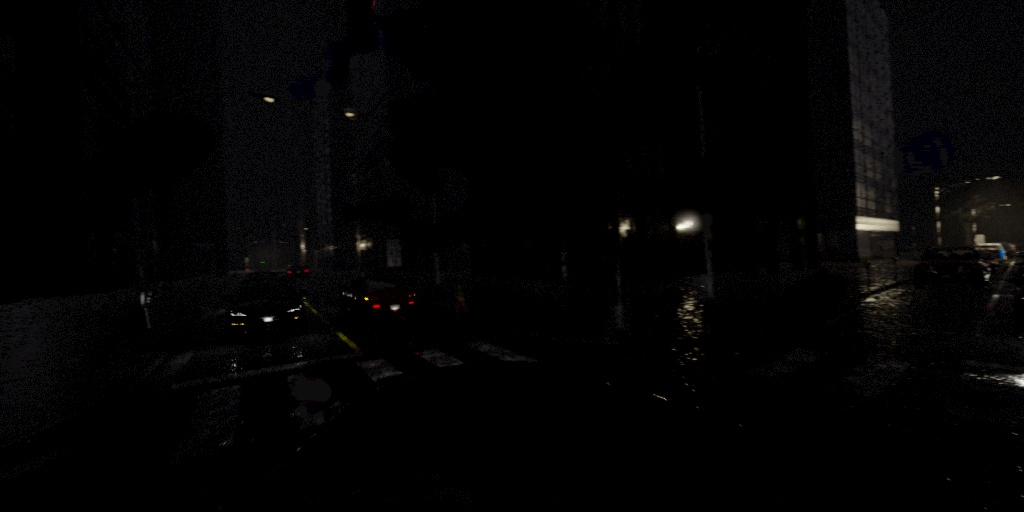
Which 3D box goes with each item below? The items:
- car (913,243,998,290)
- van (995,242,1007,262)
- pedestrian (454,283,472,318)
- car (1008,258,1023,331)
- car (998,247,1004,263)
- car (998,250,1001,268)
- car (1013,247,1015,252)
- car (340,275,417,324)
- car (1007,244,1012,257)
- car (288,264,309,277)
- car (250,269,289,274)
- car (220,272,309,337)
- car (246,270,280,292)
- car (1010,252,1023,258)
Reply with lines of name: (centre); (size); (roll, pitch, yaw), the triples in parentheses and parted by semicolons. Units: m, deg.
car: (20.308, 0.477, 16.492); (5.009, 1.841, 2.192); (0, 0, -35)
van: (42.583, -0.228, 32.062); (3.998, 1.789, 1.690); (0, 0, -35)
pedestrian: (-1.537, 1.361, 11.019); (0.500, 1.100, 0.500); (-1, -2, -35)
car: (13.121, 0.881, 8.252); (4.674, 1.442, 1.812); (-2, -1, -35)
car: (33.534, 0.248, 25.737); (4.829, 1.417, 1.751); (0, 0, -35)
car: (29.218, 0.451, 22.720); (4.207, 1.307, 1.802); (0, 0, -35)
car: (29.604, 0.302, 19.694); (4.902, 1.511, 2.128); (-2, -1, -34)
car: (-4.798, 1.395, 12.650); (1.812, 1.442, 4.674); (-2, 0, -34)
car: (47.039, -0.164, 35.177); (4.403, 1.370, 2.007); (0, 0, -35)
car: (-24.495, 1.789, 40.788); (2.097, 1.767, 4.553); (-2, 0, -35)
car: (-13.347, 1.630, 19.309); (1.837, 1.490, 4.892); (-2, 0, -35)
car: (-7.893, 1.476, 11.530); (1.837, 1.490, 4.892); (-2, 0, -35)
car: (-19.037, 1.852, 27.437); (1.994, 1.385, 4.181); (-2, 0, -35)
car: (21.298, 0.649, 13.949); (4.181, 1.385, 1.994); (-2, -1, -34)
